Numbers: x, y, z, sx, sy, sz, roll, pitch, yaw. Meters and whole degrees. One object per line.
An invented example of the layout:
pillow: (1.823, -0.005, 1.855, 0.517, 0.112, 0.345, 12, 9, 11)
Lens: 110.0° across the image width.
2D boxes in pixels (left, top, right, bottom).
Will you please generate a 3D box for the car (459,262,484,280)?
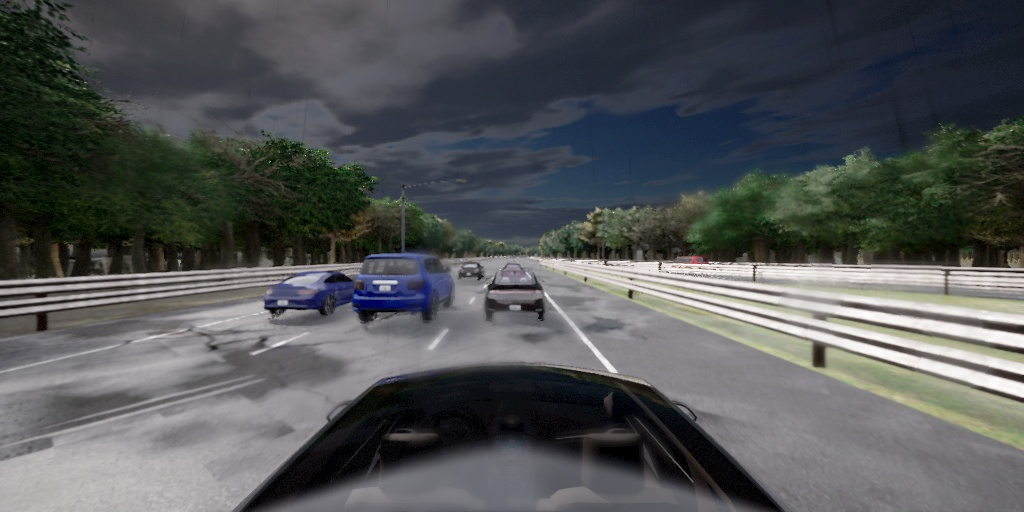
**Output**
car: (-3.411, 1.248, 30.578, 1.812, 1.442, 4.674, 0, 0, 0)

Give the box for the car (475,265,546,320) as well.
car: (0.096, 1.226, 12.457, 2.128, 1.511, 4.902, 0, 0, 0)

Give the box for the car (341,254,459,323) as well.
car: (-3.403, 0.954, 12.273, 2.150, 2.045, 5.566, 0, 0, 0)

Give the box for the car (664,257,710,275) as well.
car: (19.737, 1.097, 40.959, 2.150, 2.045, 5.566, 0, 0, -18)

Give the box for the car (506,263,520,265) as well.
car: (0.089, 1.287, 30.088, 1.994, 1.385, 4.181, 0, 0, 0)

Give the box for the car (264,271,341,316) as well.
car: (-6.899, 1.253, 13.101, 1.812, 1.442, 4.674, 1, 0, 0)

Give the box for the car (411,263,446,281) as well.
car: (-6.912, 1.288, 30.034, 1.994, 1.385, 4.181, 0, 0, 0)
